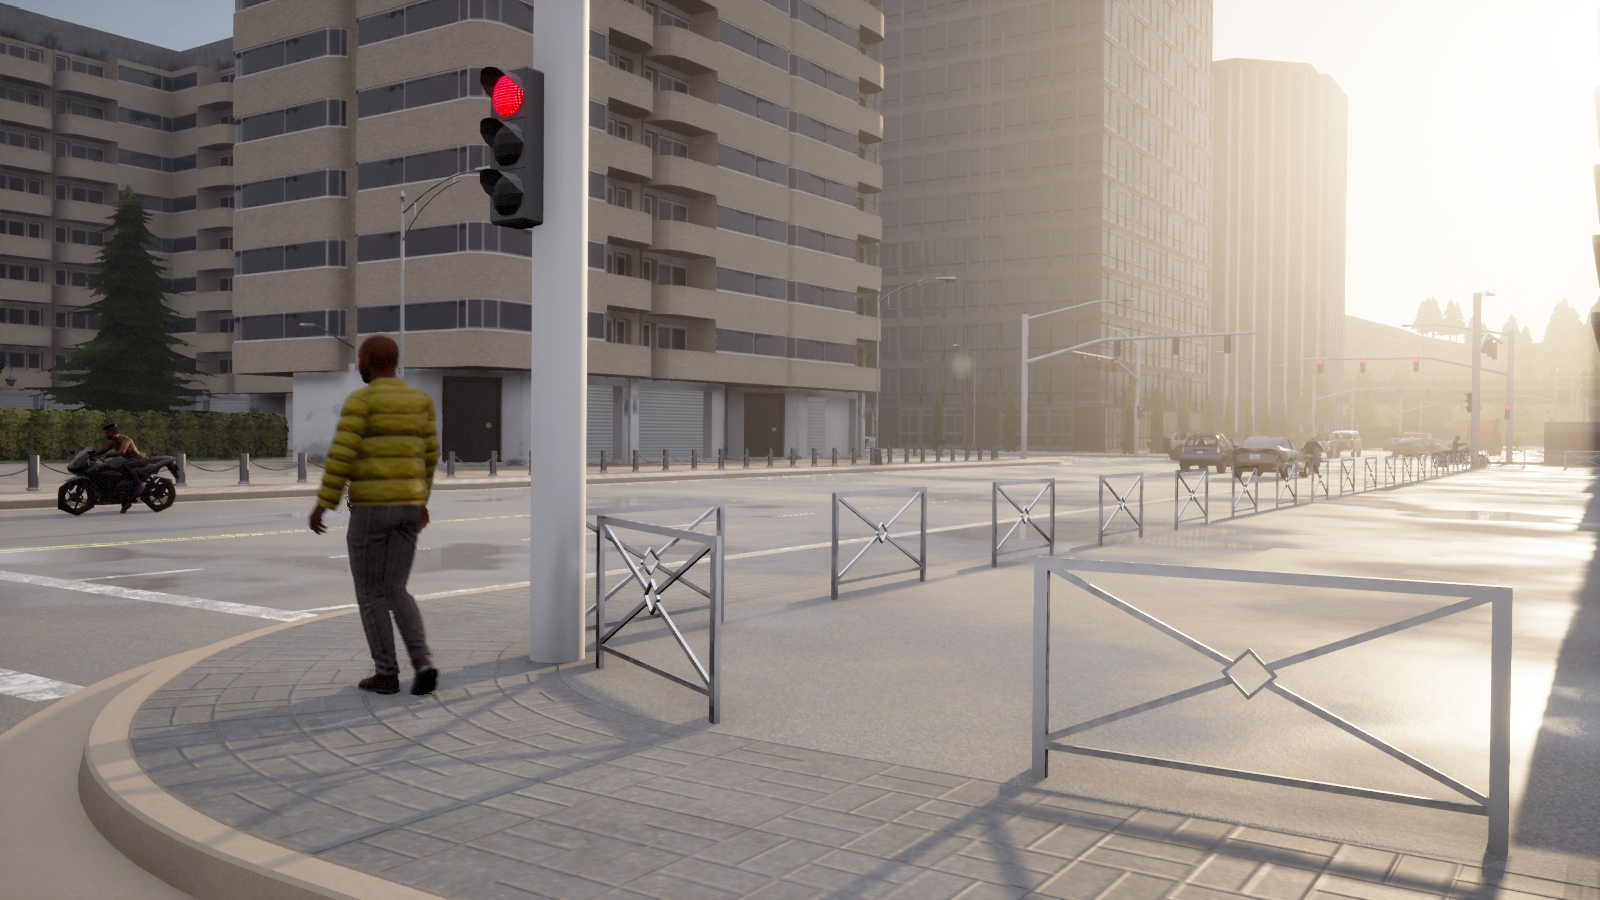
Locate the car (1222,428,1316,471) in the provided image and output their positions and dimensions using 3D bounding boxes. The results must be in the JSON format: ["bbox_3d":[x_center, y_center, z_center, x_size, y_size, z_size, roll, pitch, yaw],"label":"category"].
[{"bbox_3d":[17.128,-0.048,45.693,2.163,1.488,4.792,0,1,33],"label":"car"}]

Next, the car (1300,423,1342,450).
[{"bbox_3d":[36.743,-0.994,88.571,1.932,1.855,4.605,0,1,33],"label":"car"}]

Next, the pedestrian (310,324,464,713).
[{"bbox_3d":[-2.074,0.323,6.291,0.726,1.835,0.370,0,1,38],"label":"pedestrian"}]

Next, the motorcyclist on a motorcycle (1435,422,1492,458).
[{"bbox_3d":[31.874,-0.475,60.338,2.350,1.649,0.766,-1,1,33],"label":"motorcyclist on a motorcycle"}]

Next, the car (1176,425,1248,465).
[{"bbox_3d":[17.102,-0.236,52.056,1.851,1.617,3.988,0,1,33],"label":"car"}]

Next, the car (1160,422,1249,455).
[{"bbox_3d":[23.424,-0.689,72.821,4.605,1.855,1.932,0,1,3],"label":"car"}]

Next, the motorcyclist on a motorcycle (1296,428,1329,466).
[{"bbox_3d":[21.191,-0.134,51.919,0.866,1.530,2.191,0,1,33],"label":"motorcyclist on a motorcycle"}]

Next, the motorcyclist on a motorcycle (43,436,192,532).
[{"bbox_3d":[-11.443,0.529,21.112,0.797,1.523,2.044,0,1,33],"label":"motorcyclist on a motorcycle"}]
